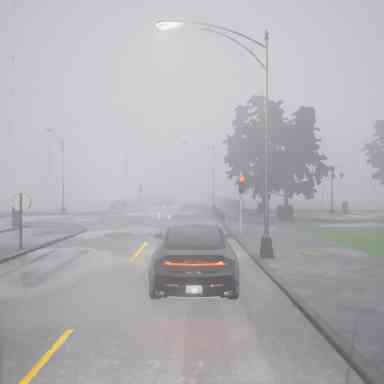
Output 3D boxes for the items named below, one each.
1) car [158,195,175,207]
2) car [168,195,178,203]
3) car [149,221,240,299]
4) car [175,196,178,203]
[{"bbox_3d":[-4.120,1.505,50.844,1.837,1.490,4.892,0,0,0],"label":"car"},{"bbox_3d":[-4.035,1.500,70.451,1.837,1.490,4.892,0,0,0],"label":"car"},{"bbox_3d":[0.056,1.505,8.411,1.837,1.490,4.892,0,0,0],"label":"car"},{"bbox_3d":[-4.100,1.601,60.237,1.895,1.301,4.718,0,0,0],"label":"car"}]
